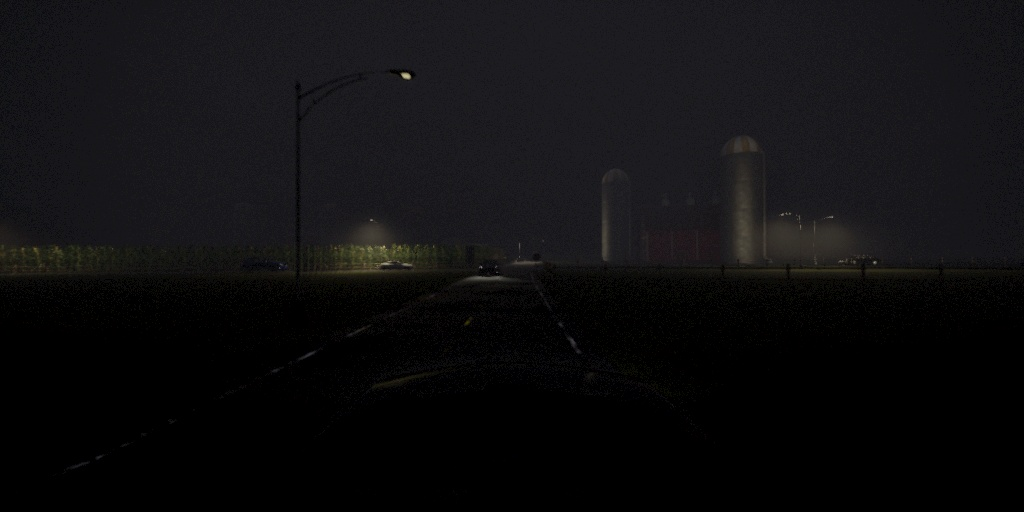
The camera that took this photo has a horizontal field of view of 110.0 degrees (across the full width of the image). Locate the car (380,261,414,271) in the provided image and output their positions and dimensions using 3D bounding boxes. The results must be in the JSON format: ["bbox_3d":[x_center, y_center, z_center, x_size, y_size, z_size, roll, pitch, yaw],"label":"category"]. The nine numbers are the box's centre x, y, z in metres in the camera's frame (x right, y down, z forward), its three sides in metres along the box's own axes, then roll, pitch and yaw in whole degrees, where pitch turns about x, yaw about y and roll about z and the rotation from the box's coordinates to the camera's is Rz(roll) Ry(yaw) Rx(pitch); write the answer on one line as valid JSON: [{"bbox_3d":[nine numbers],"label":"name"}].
[{"bbox_3d":[-16.238,1.416,50.691,4.674,1.442,1.812,1,-1,-3],"label":"car"}]

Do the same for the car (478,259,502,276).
[{"bbox_3d":[-2.165,1.108,36.531,2.097,1.767,4.553,0,0,3],"label":"car"}]

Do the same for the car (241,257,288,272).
[{"bbox_3d":[-34.100,1.197,49.432,5.566,2.045,2.150,0,-1,-4],"label":"car"}]
